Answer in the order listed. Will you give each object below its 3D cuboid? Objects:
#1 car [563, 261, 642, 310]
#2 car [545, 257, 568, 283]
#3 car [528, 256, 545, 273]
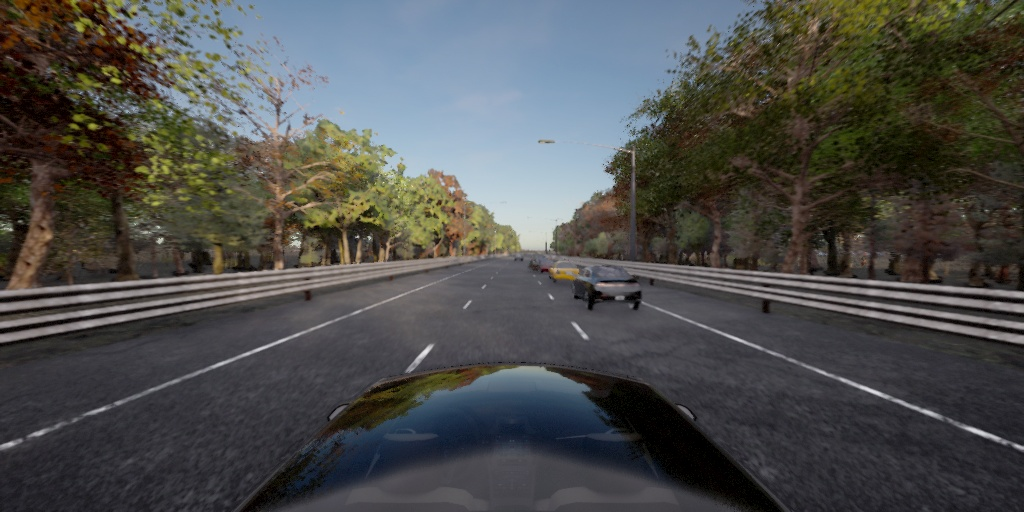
[{"bbox_3d":[3.524,1.134,14.074,2.128,1.511,4.902,0,1,0],"label":"car"},{"bbox_3d":[3.611,0.997,25.218,1.801,1.575,5.366,0,1,1],"label":"car"},{"bbox_3d":[3.150,0.996,36.952,1.994,1.385,4.181,0,1,-19],"label":"car"}]
